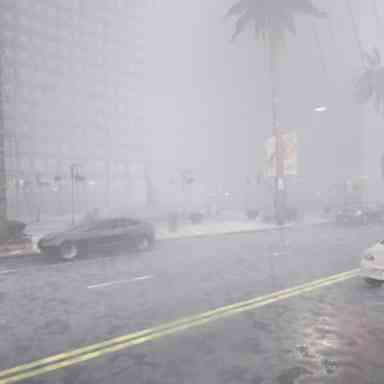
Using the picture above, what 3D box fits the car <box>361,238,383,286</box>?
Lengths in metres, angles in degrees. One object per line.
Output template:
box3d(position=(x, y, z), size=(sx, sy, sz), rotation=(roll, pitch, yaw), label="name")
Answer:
box3d(position=(6.040, 1.588, 8.404), size=(4.674, 1.442, 1.812), rotation=(0, -1, -37), label="car")

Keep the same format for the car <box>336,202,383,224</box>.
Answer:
box3d(position=(13.688, 1.613, 27.046), size=(4.553, 1.767, 2.185), rotation=(0, -1, -38), label="car")

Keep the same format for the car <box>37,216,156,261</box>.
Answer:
box3d(position=(-3.781, 1.787, 13.787), size=(4.786, 1.482, 2.161), rotation=(0, -1, -38), label="car")
